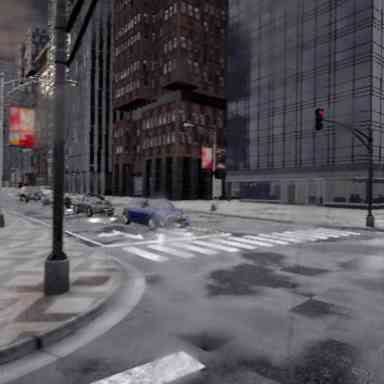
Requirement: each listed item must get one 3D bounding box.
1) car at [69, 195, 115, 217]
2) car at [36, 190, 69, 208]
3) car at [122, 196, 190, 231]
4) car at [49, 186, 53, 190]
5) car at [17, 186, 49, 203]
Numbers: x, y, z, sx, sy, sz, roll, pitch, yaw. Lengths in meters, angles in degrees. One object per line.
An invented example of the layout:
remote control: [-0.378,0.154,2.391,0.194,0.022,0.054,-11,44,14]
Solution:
car: [-7.703,1.031,26.004,1.837,1.490,4.892,1,1,-38]
car: [-14.010,0.852,34.167,2.033,1.411,5.357,1,1,-37]
car: [-2.088,1.077,18.746,2.097,1.767,4.553,1,1,-38]
car: [-27.924,-0.069,63.077,2.150,2.045,5.566,1,1,-38]
car: [-20.522,0.298,42.651,2.150,2.045,5.566,1,1,-37]
